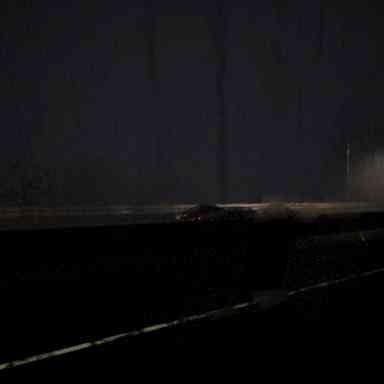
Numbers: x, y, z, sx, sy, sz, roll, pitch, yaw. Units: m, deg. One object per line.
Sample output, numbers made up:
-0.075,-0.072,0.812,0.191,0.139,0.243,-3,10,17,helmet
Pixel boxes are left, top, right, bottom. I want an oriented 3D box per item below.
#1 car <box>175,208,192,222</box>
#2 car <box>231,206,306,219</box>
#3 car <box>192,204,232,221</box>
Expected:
0.861,1.693,25.888,4.674,1.442,1.812,1,-1,-35,car
4.992,1.706,20.232,4.892,1.490,1.837,1,0,-35,car
2.965,1.712,23.086,5.357,1.411,2.033,1,0,-35,car
